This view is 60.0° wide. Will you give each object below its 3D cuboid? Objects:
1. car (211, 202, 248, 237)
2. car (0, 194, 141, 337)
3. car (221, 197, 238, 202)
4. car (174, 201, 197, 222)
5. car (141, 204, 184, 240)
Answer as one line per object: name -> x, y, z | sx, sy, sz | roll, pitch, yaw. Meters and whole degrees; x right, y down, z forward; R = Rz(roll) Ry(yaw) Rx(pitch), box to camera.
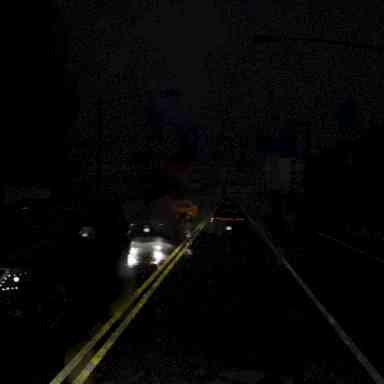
car -> 2.052, 1.528, 18.358 | 2.128, 1.511, 4.902 | 1, 0, 7
car -> -2.942, 1.174, 7.019 | 2.150, 2.045, 5.566 | 1, 0, 6
car -> 4.706, 1.437, 41.902 | 2.097, 1.767, 4.553 | 1, 0, 7
car -> -0.672, 1.470, 26.988 | 1.882, 1.535, 5.008 | 1, 0, 6
car -> -1.824, 1.536, 16.938 | 1.994, 1.385, 4.181 | 1, 0, 6
